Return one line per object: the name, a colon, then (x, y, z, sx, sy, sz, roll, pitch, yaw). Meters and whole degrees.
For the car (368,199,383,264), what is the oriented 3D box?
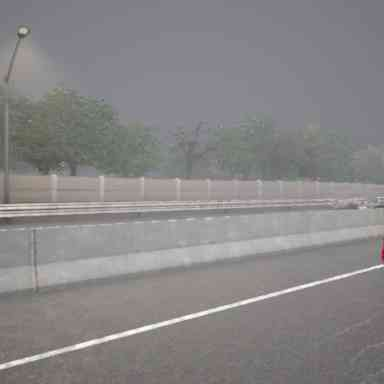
car: (7.296, 1.221, 8.936, 5.566, 2.045, 2.150, 0, 0, -35)

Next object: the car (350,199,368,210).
car: (18.992, 1.481, 34.554, 4.902, 1.511, 2.128, 0, 0, -35)

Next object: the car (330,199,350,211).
car: (17.725, 1.513, 37.937, 4.674, 1.442, 1.812, 0, 0, -35)
